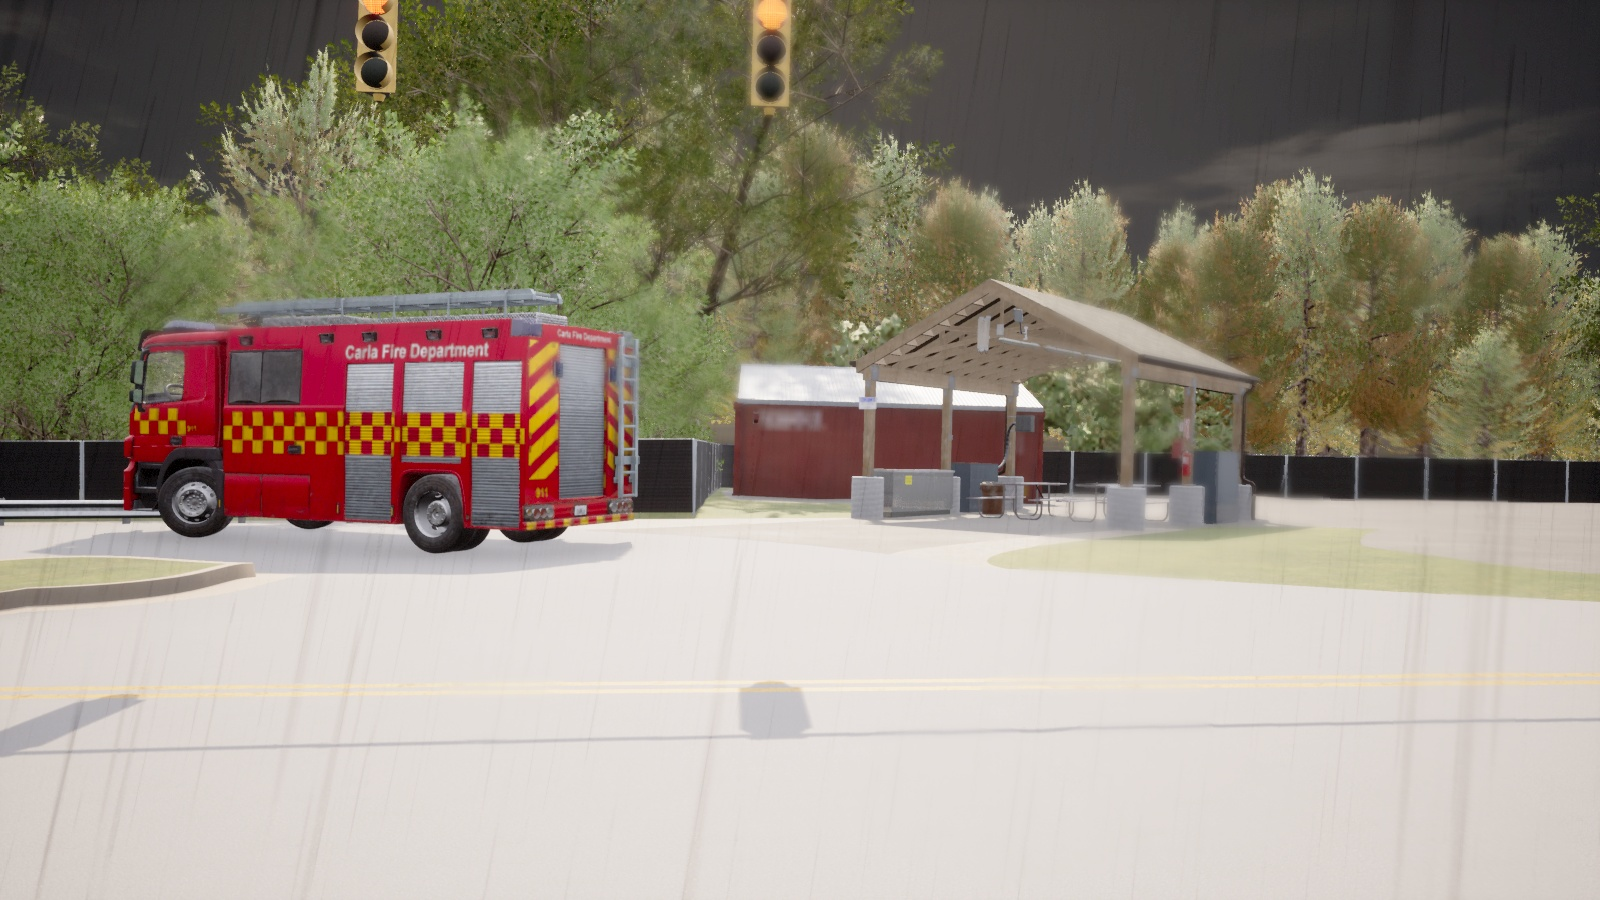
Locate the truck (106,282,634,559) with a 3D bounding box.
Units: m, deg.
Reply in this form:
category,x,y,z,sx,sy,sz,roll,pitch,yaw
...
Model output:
category,x,y,z,sx,sy,sz,roll,pitch,yaw
truck,-7.110,-0.474,20.462,8.468,3.827,2.891,1,1,25
